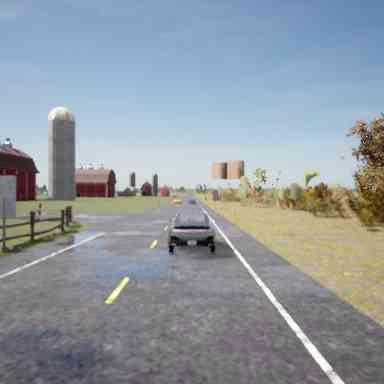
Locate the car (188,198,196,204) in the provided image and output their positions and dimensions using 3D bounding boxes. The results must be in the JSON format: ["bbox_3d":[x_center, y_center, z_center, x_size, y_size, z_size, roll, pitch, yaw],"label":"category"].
[{"bbox_3d":[0.020,2.241,80.406,1.812,1.442,4.674,0,-1,0],"label":"car"}]

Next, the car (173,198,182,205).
[{"bbox_3d":[-3.480,2.190,79.202,1.882,1.535,5.008,0,-1,0],"label":"car"}]

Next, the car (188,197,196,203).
[{"bbox_3d":[0.023,2.249,92.075,2.033,1.411,5.357,0,0,0],"label":"car"}]

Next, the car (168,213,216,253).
[{"bbox_3d":[0.008,1.624,14.297,2.128,1.511,4.902,0,0,0],"label":"car"}]
